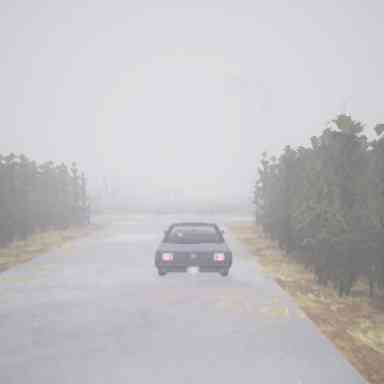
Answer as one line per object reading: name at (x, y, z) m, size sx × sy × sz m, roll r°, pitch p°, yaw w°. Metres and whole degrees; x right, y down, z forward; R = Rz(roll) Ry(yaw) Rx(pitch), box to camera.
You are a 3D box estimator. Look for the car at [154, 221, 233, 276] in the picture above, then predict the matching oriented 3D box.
car at (0.053, 1.537, 10.061) m, size 1.895 × 1.301 × 4.718 m, roll 0°, pitch 0°, yaw 1°
